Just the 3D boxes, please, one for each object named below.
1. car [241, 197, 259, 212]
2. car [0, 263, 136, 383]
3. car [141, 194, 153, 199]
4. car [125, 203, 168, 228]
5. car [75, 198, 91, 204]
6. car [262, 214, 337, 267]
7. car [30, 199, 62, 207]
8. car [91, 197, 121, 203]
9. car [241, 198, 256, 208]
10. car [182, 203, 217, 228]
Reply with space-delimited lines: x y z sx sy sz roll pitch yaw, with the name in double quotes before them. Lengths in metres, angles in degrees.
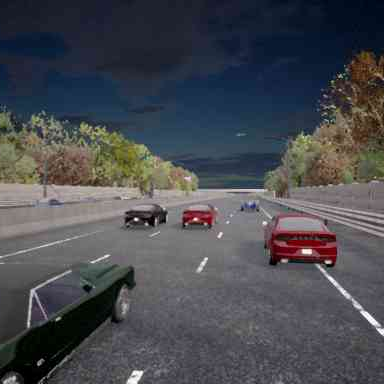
"car" 6.995 1.392 40.182 2.097 1.767 4.553 0 0 10
"car" -2.304 1.602 4.379 1.895 1.301 4.718 0 0 9
"car" -11.154 1.175 81.973 2.097 1.767 4.553 0 0 9
"car" -2.939 1.496 22.414 1.882 1.535 5.008 0 0 9
"car" -13.806 1.531 44.200 2.128 1.511 4.902 0 0 9
"car" 3.538 1.487 11.546 1.882 1.535 5.008 0 0 9
"car" -17.887 1.561 40.951 1.812 1.442 4.674 0 0 9
"car" -10.536 1.391 42.483 2.097 1.767 4.553 0 0 9
"car" 8.501 1.602 49.991 2.033 1.411 5.357 0 0 9
"car" 0.620 1.497 22.487 1.882 1.535 5.008 0 0 9
